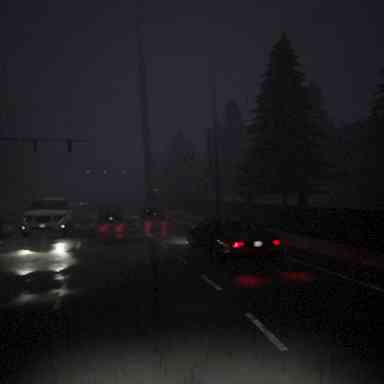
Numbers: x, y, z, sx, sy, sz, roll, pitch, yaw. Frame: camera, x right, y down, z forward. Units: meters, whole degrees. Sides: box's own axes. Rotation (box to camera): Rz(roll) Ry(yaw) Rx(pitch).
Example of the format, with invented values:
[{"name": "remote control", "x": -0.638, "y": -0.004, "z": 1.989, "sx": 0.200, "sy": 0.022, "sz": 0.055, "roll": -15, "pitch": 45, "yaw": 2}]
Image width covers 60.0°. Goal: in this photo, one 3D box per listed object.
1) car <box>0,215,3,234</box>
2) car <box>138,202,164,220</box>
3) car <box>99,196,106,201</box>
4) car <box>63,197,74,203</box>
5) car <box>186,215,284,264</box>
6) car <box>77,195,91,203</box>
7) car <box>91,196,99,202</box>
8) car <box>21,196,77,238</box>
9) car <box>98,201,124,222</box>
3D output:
[{"name": "car", "x": -11.109, "y": 1.620, "z": 16.846, "sx": 2.128, "sy": 1.511, "sz": 4.902, "roll": 0, "pitch": 0, "yaw": -15}, {"name": "car", "x": -3.617, "y": 1.606, "z": 29.193, "sx": 1.812, "sy": 1.442, "sz": 4.674, "roll": 0, "pitch": 0, "yaw": -15}, {"name": "car", "x": -25.495, "y": 1.881, "z": 92.068, "sx": 1.837, "sy": 1.490, "sz": 4.892, "roll": 0, "pitch": 0, "yaw": -42}, {"name": "car", "x": -29.451, "y": 1.920, "z": 79.081, "sx": 1.812, "sy": 1.442, "sz": 4.674, "roll": 0, "pitch": 0, "yaw": -27}, {"name": "car", "x": 1.251, "y": 1.557, "z": 12.029, "sx": 2.033, "sy": 1.411, "sz": 5.357, "roll": 0, "pitch": 0, "yaw": -16}, {"name": "car", "x": -26.845, "y": 1.929, "z": 81.627, "sx": 1.994, "sy": 1.385, "sz": 4.181, "roll": 0, "pitch": 0, "yaw": -27}, {"name": "car", "x": -28.015, "y": 1.940, "z": 89.637, "sx": 2.033, "sy": 1.411, "sz": 5.357, "roll": 0, "pitch": 0, "yaw": -42}, {"name": "car", "x": -8.068, "y": 1.327, "z": 18.986, "sx": 2.150, "sy": 2.045, "sz": 5.566, "roll": 0, "pitch": 0, "yaw": -15}, {"name": "car", "x": -6.639, "y": 1.705, "z": 26.990, "sx": 1.895, "sy": 1.301, "sz": 4.718, "roll": 0, "pitch": 0, "yaw": -15}]
